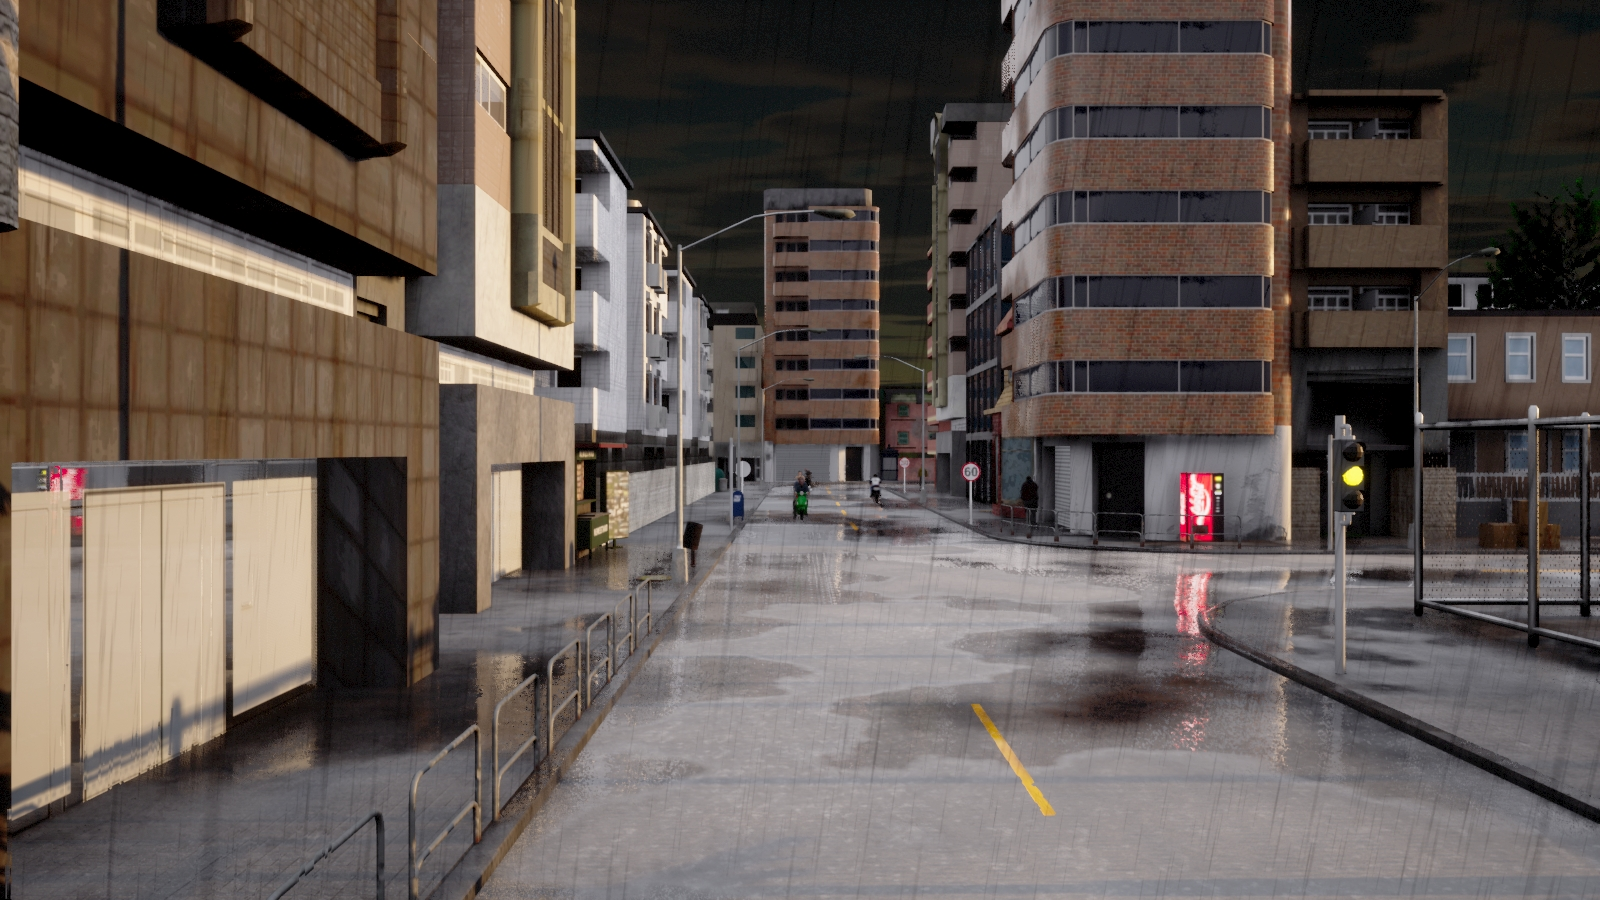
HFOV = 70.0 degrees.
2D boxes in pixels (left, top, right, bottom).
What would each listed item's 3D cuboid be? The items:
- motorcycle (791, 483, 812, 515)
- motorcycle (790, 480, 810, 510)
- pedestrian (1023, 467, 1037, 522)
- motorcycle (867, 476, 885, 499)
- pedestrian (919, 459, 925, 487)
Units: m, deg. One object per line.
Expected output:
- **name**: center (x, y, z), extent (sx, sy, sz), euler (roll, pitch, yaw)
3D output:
- **motorcycle**: center (0.063, 1.970, 46.521), extent (0.856, 1.236, 1.805), euler (0, 0, 0)
- **motorcycle**: center (0.019, 1.970, 50.389), extent (0.856, 1.236, 1.805), euler (0, 0, 0)
- **pedestrian**: center (7.906, 1.522, 39.301), extent (0.375, 1.860, 0.375), euler (0, 0, -6)
- **motorcycle**: center (4.032, 2.003, 60.832), extent (0.803, 1.145, 2.033), euler (0, 0, 0)
- **pedestrian**: center (8.123, 1.536, 76.155), extent (0.375, 1.860, 0.375), euler (0, 0, 4)
